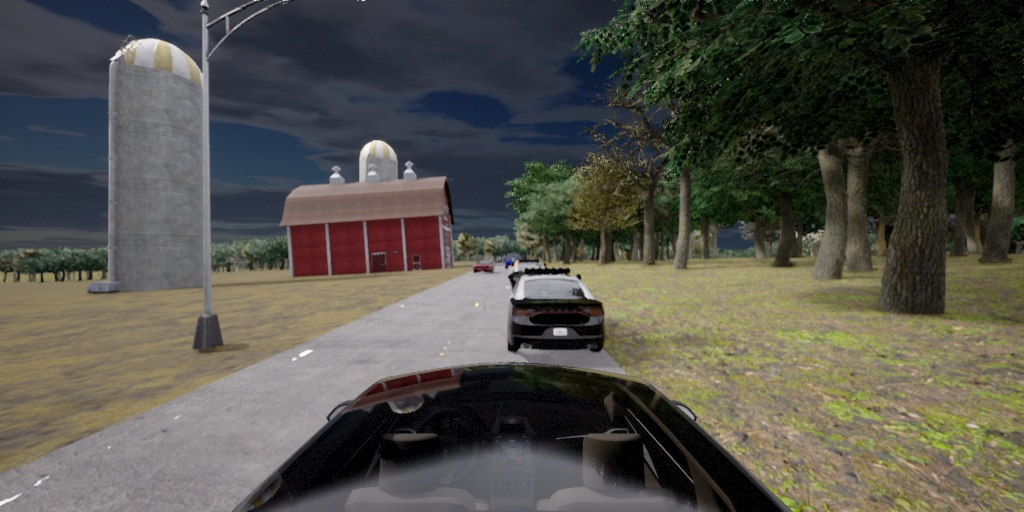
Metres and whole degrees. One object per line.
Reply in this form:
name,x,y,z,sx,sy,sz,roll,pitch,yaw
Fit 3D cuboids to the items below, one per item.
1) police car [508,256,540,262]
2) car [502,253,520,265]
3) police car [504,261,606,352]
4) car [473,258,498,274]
police car,0.885,1.001,18.833,1.930,1.638,5.238,0,0,0
car,0.200,0.649,47.311,2.150,2.045,5.566,0,0,0
police car,0.850,1.091,8.830,1.930,1.638,5.238,0,1,0
car,-2.727,1.086,35.335,1.895,1.301,4.718,0,0,0
